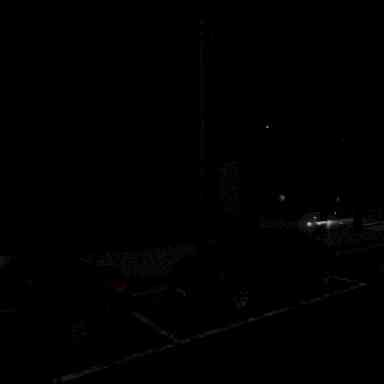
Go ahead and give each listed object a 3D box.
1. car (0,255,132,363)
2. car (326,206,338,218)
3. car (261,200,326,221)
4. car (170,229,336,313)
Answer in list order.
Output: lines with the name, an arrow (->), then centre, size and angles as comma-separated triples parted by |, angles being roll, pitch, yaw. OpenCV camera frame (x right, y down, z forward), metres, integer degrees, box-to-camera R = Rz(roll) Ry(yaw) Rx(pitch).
car -> -2.878, 1.582, 4.482 | 4.206, 1.307, 1.802 | 0, 0, -35
car -> 10.266, 1.481, 29.131 | 1.837, 1.490, 4.892 | 0, 0, -36
car -> 7.684, 1.532, 27.153 | 2.033, 1.411, 5.357 | 0, 0, -36
car -> 1.560, 1.566, 7.648 | 4.313, 1.339, 1.947 | 0, 0, -35
